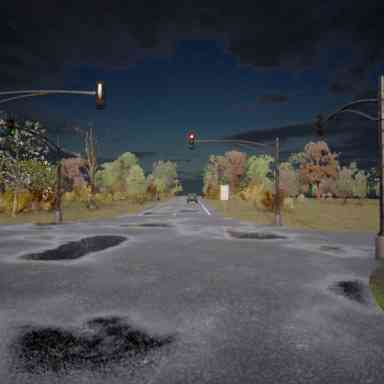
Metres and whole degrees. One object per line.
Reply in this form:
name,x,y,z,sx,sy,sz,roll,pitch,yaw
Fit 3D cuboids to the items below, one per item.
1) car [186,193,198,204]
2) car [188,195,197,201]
car,0.023,1.282,67.681,2.150,2.045,5.566,0,0,0
car,0.026,1.453,78.072,2.033,1.411,5.357,0,0,0
